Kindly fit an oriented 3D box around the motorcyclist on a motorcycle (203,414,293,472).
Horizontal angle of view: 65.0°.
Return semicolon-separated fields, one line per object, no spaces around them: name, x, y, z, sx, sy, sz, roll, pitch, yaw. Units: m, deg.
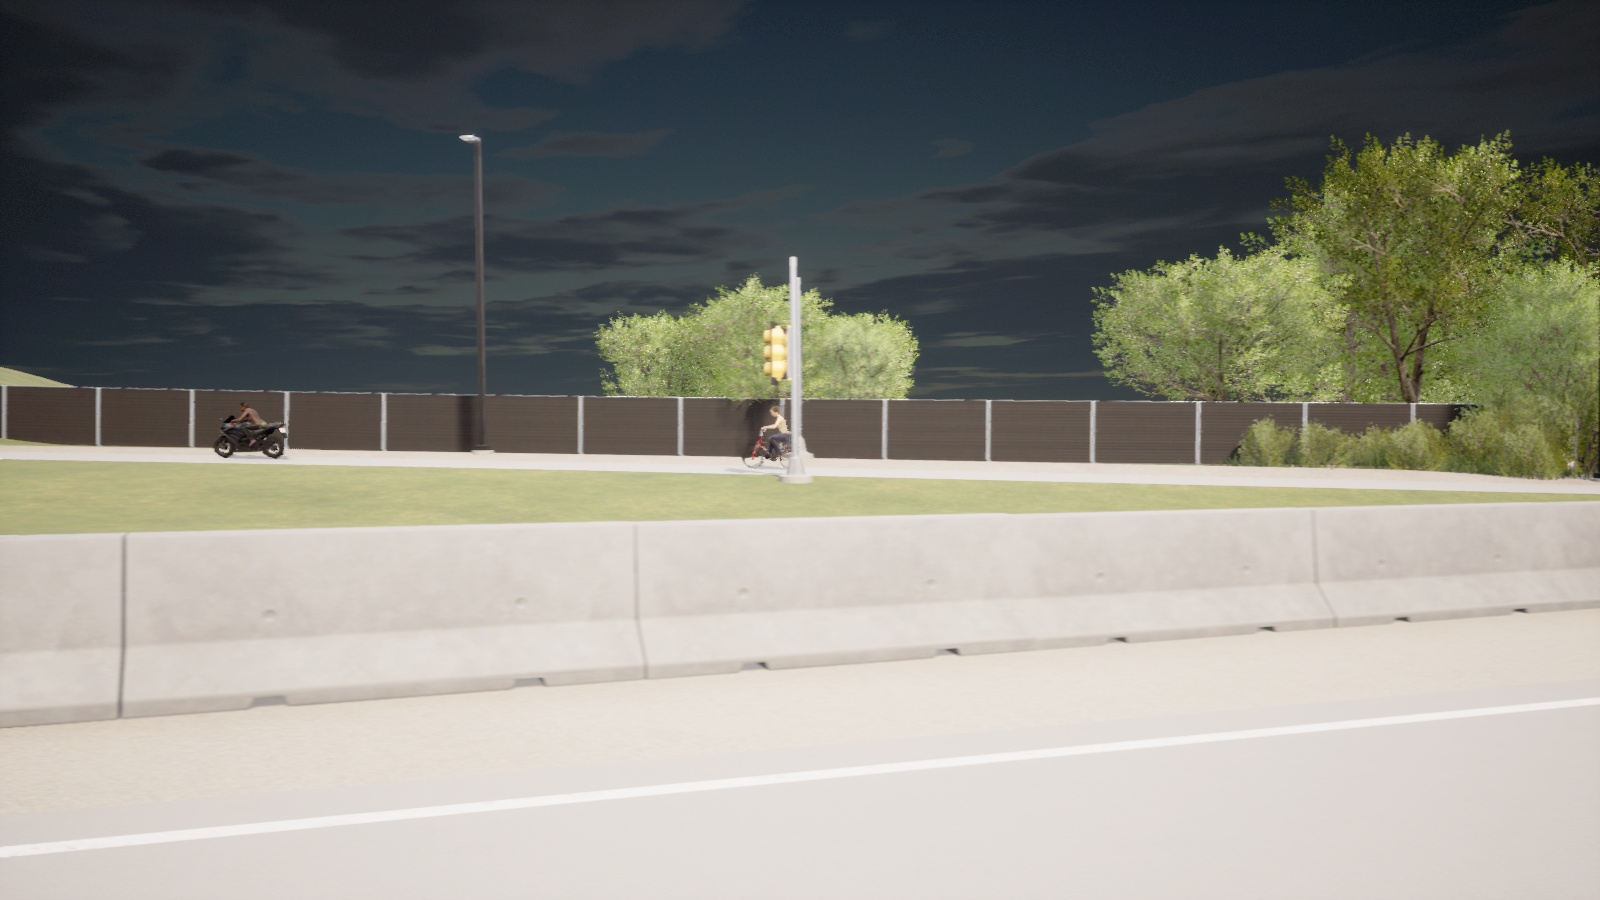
motorcyclist on a motorcycle;-14.733;-0.203;33.534;2.044;1.523;0.797;0;2;6

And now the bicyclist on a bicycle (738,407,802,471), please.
bicyclist on a bicycle;-0.753;-0.289;32.022;1.509;1.612;0.866;0;2;6
